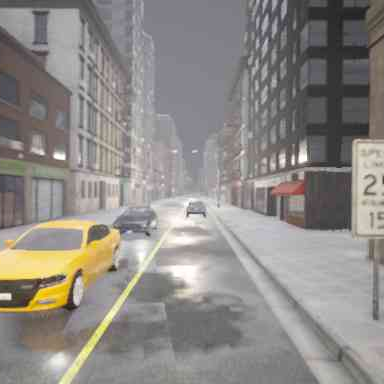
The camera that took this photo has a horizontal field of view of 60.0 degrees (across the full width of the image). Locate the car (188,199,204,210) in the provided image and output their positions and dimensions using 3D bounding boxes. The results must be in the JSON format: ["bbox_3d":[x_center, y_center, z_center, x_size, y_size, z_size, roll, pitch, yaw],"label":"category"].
[{"bbox_3d":[0.506,1.600,43.133,1.895,1.301,4.718,1,0,0],"label":"car"}]

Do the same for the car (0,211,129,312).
[{"bbox_3d":[-3.034,1.436,7.924,1.882,1.535,5.008,1,0,1],"label":"car"}]

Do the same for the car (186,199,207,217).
[{"bbox_3d":[0.386,1.539,30.792,2.033,1.411,5.357,1,0,1],"label":"car"}]

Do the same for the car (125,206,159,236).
[{"bbox_3d":[-2.924,1.503,18.429,2.033,1.411,5.357,1,0,1],"label":"car"}]
